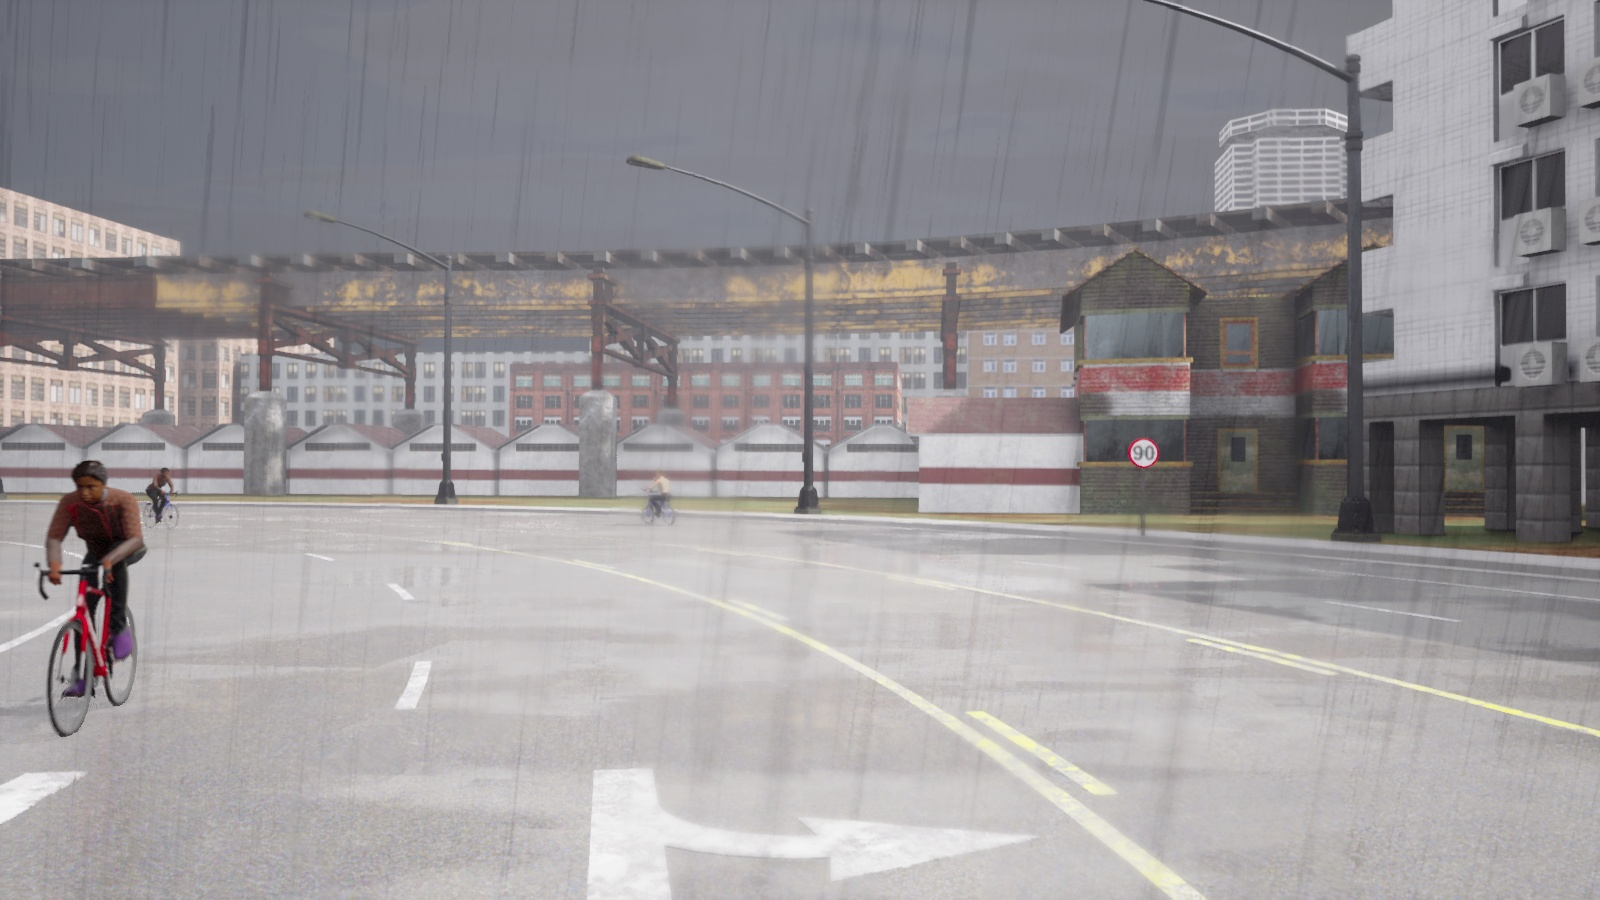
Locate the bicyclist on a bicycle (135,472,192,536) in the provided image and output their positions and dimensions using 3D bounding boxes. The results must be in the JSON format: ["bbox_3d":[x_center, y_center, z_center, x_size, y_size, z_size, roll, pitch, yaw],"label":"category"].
[{"bbox_3d":[-16.700,1.405,32.946,1.656,1.620,0.582,-1,-1,33],"label":"bicyclist on a bicycle"}]

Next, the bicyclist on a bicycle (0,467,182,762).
[{"bbox_3d":[-4.369,0.920,7.784,0.582,1.620,1.656,0,-1,-13],"label":"bicyclist on a bicycle"}]

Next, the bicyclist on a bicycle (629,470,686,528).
[{"bbox_3d":[-4.113,1.395,36.172,0.866,1.612,1.509,0,-1,-45],"label":"bicyclist on a bicycle"}]
